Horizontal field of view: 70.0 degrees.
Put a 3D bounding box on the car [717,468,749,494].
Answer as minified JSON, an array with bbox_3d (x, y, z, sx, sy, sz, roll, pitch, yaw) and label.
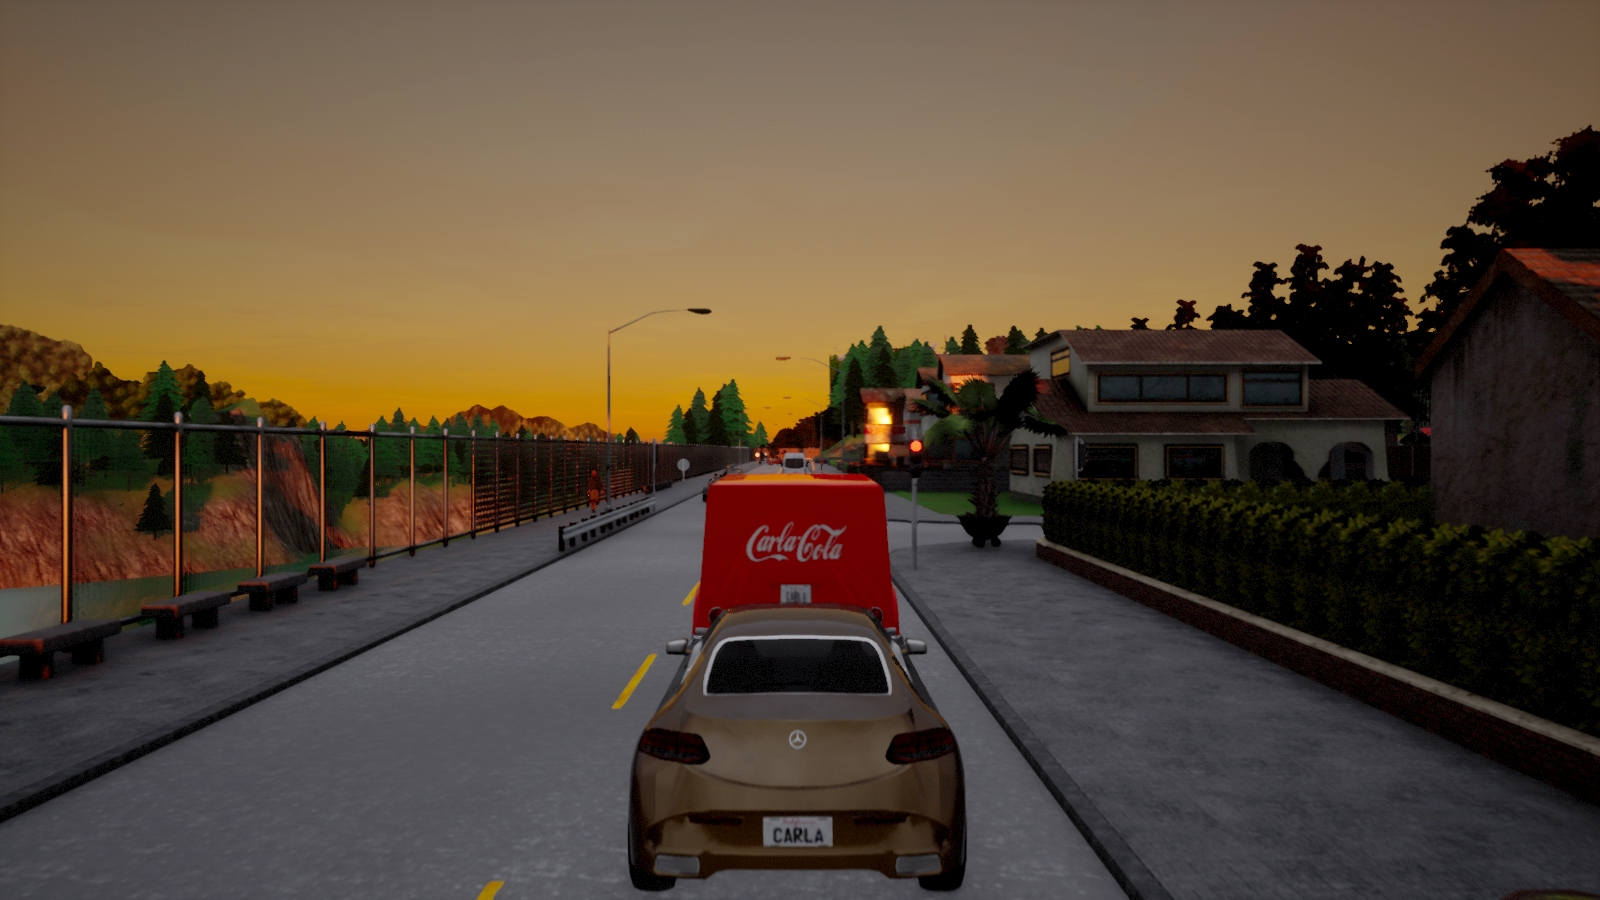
[{"bbox_3d":[-4.348,1.999,74.565,1.851,1.617,3.988,0,0,0],"label":"car"}]

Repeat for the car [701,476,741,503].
[{"bbox_3d":[-4.292,2.155,62.876,1.895,1.301,4.718,0,0,0],"label":"car"}]

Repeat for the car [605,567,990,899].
[{"bbox_3d":[-0.025,1.992,8.897,2.152,1.651,5.027,0,0,0],"label":"car"}]

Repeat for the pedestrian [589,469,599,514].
[{"bbox_3d":[-8.662,1.744,48.018,0.375,1.860,0.375,0,0,-9],"label":"pedestrian"}]

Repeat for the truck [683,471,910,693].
[{"bbox_3d":[-0.057,1.568,15.817,2.627,2.467,5.204,0,0,0],"label":"truck"}]
